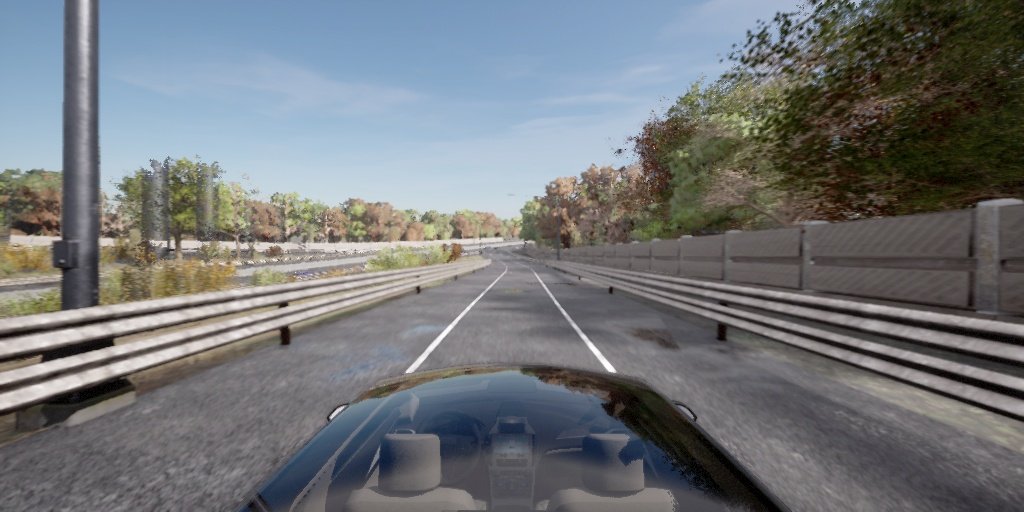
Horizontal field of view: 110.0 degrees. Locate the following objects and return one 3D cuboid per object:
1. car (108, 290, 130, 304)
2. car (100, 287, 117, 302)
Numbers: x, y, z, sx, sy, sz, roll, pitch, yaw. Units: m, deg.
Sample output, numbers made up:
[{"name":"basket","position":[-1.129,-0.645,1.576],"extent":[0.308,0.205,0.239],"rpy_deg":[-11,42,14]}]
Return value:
[{"name":"car","position":[-42.650,4.736,41.555],"extent":[1.895,1.301,4.718],"rpy_deg":[1,4,16]},{"name":"car","position":[-46.036,4.620,42.423],"extent":[1.994,1.385,4.181],"rpy_deg":[1,4,16]}]
